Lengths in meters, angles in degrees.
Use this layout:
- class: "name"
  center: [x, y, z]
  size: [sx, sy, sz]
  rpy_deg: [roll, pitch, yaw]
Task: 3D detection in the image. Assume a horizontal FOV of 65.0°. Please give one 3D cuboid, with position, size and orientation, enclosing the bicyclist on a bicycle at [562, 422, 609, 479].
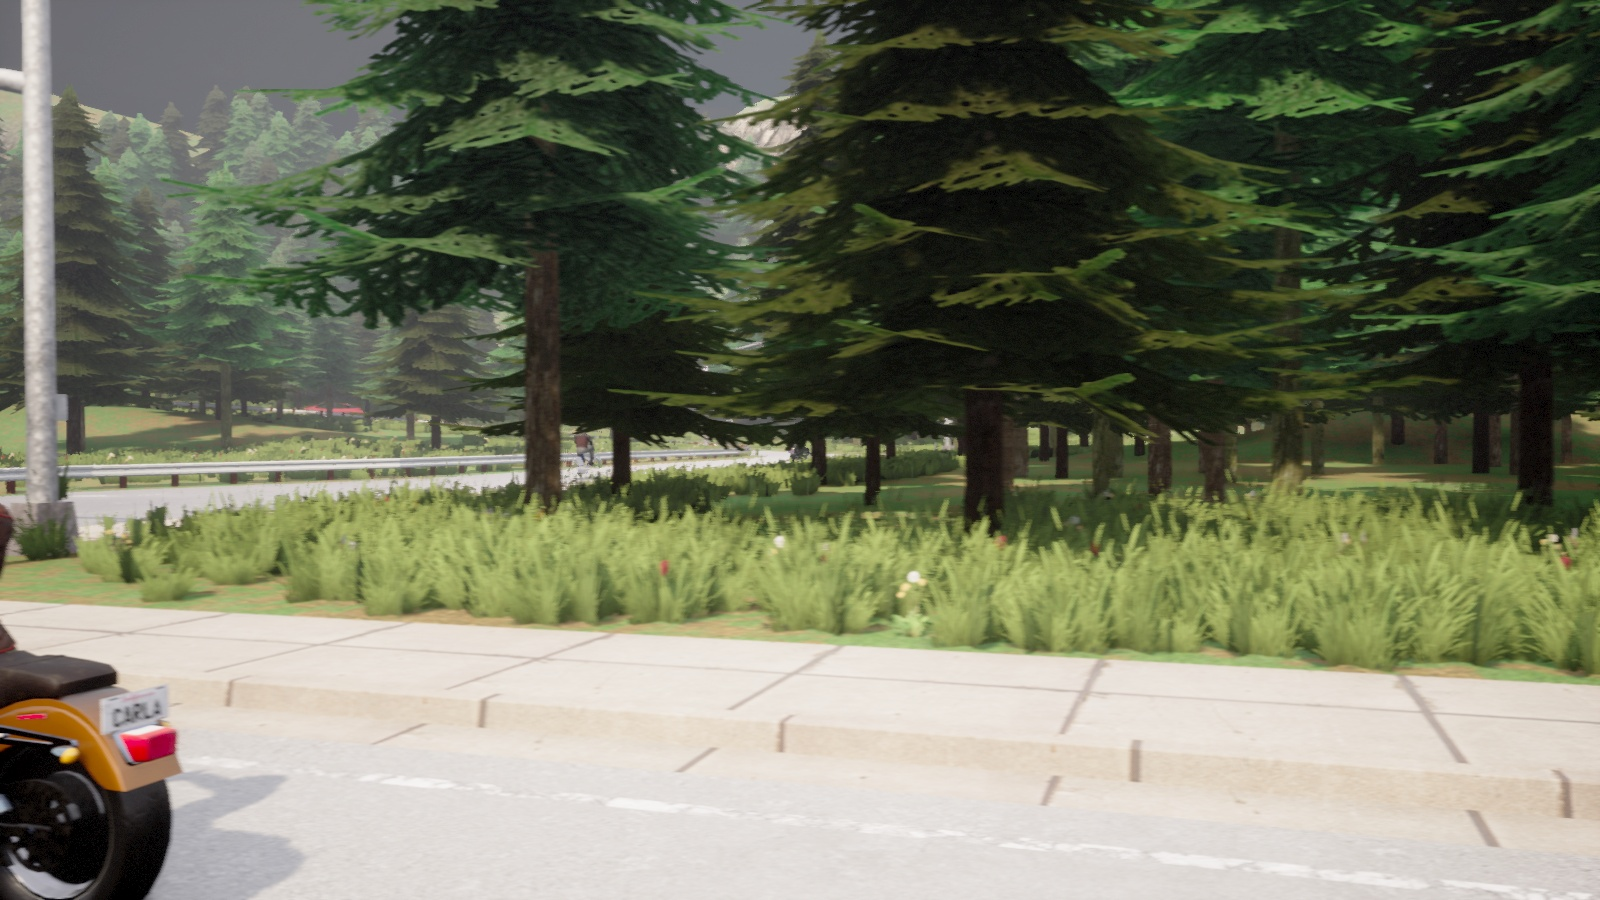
- class: "bicyclist on a bicycle"
  center: [-6.792, 0.008, 39.821]
  size: [0.659, 1.776, 1.843]
  rpy_deg: [1, 1, 18]

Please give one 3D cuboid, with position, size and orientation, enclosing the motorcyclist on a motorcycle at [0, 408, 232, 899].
- class: "motorcyclist on a motorcycle"
  center: [-3.159, 0.697, 4.251]
  size: [2.350, 1.649, 0.766]
  rpy_deg: [0, 1, 19]

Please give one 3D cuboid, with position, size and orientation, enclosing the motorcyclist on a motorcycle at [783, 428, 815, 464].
- class: "motorcyclist on a motorcycle"
  center: [-0.034, -0.198, 59.216]
  size: [0.766, 1.649, 2.350]
  rpy_deg: [1, 1, 20]

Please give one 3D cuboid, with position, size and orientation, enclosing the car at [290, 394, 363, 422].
- class: "car"
  center: [-33.741, -2.985, 89.492]
  size: [4.514, 1.525, 2.007]
  rpy_deg: [5, -2, -27]
